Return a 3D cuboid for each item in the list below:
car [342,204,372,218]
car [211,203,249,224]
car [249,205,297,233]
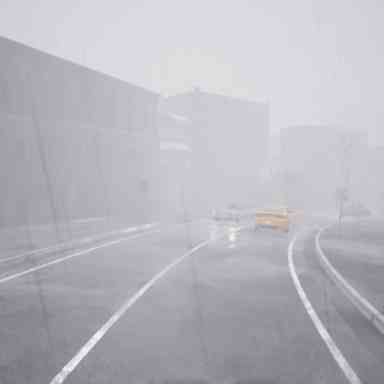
[{"bbox_3d":[18.132,2.044,36.697,4.181,1.385,1.994,2,3,-40],"label":"car"},{"bbox_3d":[3.210,1.518,24.618,1.895,1.301,4.718,3,1,30],"label":"car"},{"bbox_3d":[5.276,1.540,20.577,1.882,1.535,5.008,2,0,25],"label":"car"}]
